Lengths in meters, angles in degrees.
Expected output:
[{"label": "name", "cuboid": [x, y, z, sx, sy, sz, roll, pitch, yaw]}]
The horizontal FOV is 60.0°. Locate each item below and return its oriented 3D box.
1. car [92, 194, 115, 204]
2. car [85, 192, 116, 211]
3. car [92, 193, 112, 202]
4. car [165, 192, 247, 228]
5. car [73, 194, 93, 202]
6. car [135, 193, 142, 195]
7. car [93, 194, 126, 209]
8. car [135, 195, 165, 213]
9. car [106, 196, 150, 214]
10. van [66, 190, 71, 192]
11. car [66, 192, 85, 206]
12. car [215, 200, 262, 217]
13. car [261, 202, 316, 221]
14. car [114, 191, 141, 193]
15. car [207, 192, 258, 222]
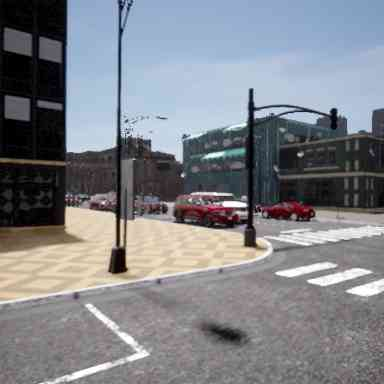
[{"label": "car", "cuboid": [-13.366, 1.061, 50.011, 1.994, 1.385, 4.181, 1, 0, -36]}, {"label": "car", "cuboid": [-9.131, 1.076, 34.553, 1.967, 1.590, 4.097, 2, 0, -36]}, {"label": "car", "cuboid": [-15.610, 0.948, 57.534, 1.752, 1.417, 4.829, 2, 0, -36]}, {"label": "car", "cuboid": [0.720, 1.157, 21.143, 2.192, 1.841, 5.009, 2, 0, -36]}, {"label": "car", "cuboid": [-18.972, 0.972, 57.547, 1.895, 1.301, 4.718, 1, 0, -36]}, {"label": "car", "cuboid": [-5.662, 1.194, 43.984, 2.008, 1.369, 4.403, 2, 0, -36]}, {"label": "car", "cuboid": [-10.028, 1.088, 40.153, 2.128, 1.511, 4.902, 1, 0, -36]}, {"label": "car", "cuboid": [-4.039, 1.288, 31.978, 1.994, 1.385, 4.181, 1, 0, -36]}, {"label": "car", "cuboid": [-5.852, 1.287, 30.083, 1.802, 1.307, 4.206, 2, 0, -36]}, {"label": "van", "cuboid": [-28.635, 0.460, 75.278, 1.690, 1.788, 3.998, 2, 0, -36]}, {"label": "car", "cuboid": [-15.699, 1.076, 43.492, 1.802, 1.307, 4.206, 2, 0, -36]}, {"label": "car", "cuboid": [4.185, 1.433, 30.572, 1.802, 1.307, 4.206, 2, 0, -36]}, {"label": "car", "cuboid": [7.468, 1.464, 26.102, 1.887, 1.381, 4.507, 2, 0, -36]}, {"label": "car", "cuboid": [-8.938, 0.887, 48.454, 2.192, 1.841, 5.009, 2, 0, -36]}, {"label": "car", "cuboid": [1.918, 1.069, 23.867, 2.150, 2.045, 5.566, 1, 0, -36]}]
